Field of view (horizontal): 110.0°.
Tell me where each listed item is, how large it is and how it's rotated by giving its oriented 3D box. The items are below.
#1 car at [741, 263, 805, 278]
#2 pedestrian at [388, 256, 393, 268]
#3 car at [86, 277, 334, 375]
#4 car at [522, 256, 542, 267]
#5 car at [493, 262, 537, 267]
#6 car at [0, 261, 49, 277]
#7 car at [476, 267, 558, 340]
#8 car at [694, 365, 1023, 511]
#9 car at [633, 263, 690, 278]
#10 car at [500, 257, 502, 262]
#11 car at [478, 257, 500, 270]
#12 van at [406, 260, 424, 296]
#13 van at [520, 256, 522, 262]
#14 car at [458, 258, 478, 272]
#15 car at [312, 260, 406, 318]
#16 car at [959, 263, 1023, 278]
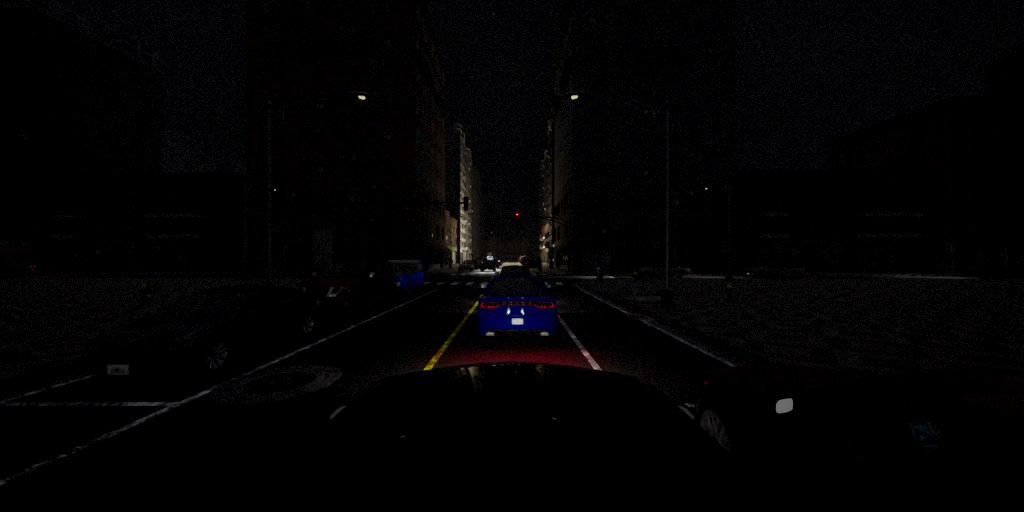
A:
[{"bbox_3d":[24.032,1.315,33.100,4.718,1.301,1.895,0,0,1],"label":"car"},{"bbox_3d":[-12.476,0.846,36.767,0.375,1.860,0.375,0,0,1],"label":"pedestrian"},{"bbox_3d":[-5.845,1.316,7.505,1.948,1.339,4.313,0,0,0],"label":"car"},{"bbox_3d":[2.763,1.003,45.759,2.192,1.841,5.009,0,0,0],"label":"car"},{"bbox_3d":[0.134,1.252,19.224,1.837,1.490,4.892,0,0,0],"label":"car"},{"bbox_3d":[-47.484,1.185,34.291,4.902,1.511,2.128,0,0,1],"label":"car"},{"bbox_3d":[0.118,1.228,10.022,1.882,1.535,5.008,0,0,0],"label":"car"},{"bbox_3d":[2.668,1.295,1.822,1.888,1.381,4.507,0,0,0],"label":"car"},{"bbox_3d":[13.771,1.310,33.266,4.718,1.301,1.895,0,0,1],"label":"car"},{"bbox_3d":[-2.965,1.262,56.085,1.895,1.301,4.718,0,0,0],"label":"car"},{"bbox_3d":[-3.002,1.235,46.172,2.033,1.411,5.357,0,0,0],"label":"car"},{"bbox_3d":[-5.821,1.089,18.786,1.690,1.789,3.998,0,0,0],"label":"van"},{"bbox_3d":[2.798,0.984,62.729,1.690,1.789,3.998,0,0,0],"label":"van"},{"bbox_3d":[-5.764,1.213,45.634,1.751,1.417,4.829,0,0,0],"label":"car"},{"bbox_3d":[-5.833,1.065,13.145,2.192,1.841,5.009,0,0,0],"label":"car"},{"bbox_3d":[44.074,1.334,32.697,4.718,1.301,1.895,0,0,1],"label":"car"}]
